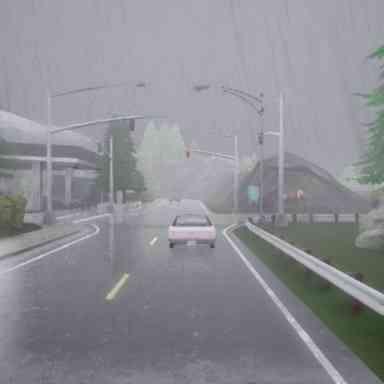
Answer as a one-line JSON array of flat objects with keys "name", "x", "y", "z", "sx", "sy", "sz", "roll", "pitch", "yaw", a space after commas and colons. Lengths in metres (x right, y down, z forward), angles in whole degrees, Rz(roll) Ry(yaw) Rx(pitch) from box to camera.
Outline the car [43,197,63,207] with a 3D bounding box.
[{"name": "car", "x": -20.235, "y": 1.477, "z": 47.514, "sx": 2.242, "sy": 1.667, "sz": 4.611, "roll": 0, "pitch": 0, "yaw": -1}]

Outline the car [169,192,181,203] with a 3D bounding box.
[{"name": "car", "x": -3.500, "y": 1.118, "z": 67.911, "sx": 2.150, "sy": 2.045, "sz": 5.566, "roll": 0, "pitch": 0, "yaw": 0}]

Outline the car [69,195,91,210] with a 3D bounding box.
[{"name": "car", "x": -14.528, "y": 1.310, "z": 43.237, "sx": 1.905, "sy": 1.878, "sz": 3.866, "roll": 0, "pitch": 0, "yaw": -1}]

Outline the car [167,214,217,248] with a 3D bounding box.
[{"name": "car", "x": 0.000, "y": 1.614, "z": 14.680, "sx": 1.895, "sy": 1.301, "sz": 4.718, "roll": 0, "pitch": 0, "yaw": 0}]
